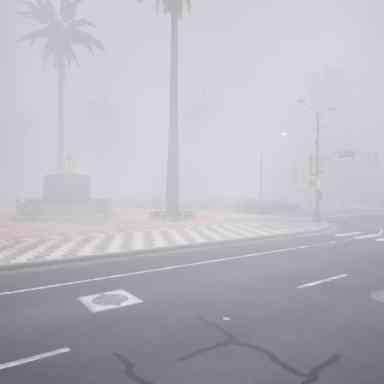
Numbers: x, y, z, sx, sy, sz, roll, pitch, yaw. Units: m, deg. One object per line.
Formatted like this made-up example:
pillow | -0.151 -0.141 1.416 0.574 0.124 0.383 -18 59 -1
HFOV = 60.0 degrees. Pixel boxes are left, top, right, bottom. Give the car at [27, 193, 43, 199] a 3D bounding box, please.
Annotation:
car | -26.043 1.221 58.561 5.566 2.045 2.150 0 0 -10

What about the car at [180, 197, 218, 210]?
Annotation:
car | 0.566 1.526 42.941 4.674 1.442 1.812 0 0 34

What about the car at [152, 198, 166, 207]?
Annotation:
car | -5.365 1.564 49.908 4.181 1.385 1.994 0 0 19

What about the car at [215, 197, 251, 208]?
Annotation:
car | 5.863 1.505 47.940 4.892 1.490 1.837 0 -1 39

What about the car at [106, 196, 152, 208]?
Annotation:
car | -8.949 1.547 47.556 5.357 1.411 2.033 0 0 14

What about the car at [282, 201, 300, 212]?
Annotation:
car | 9.974 1.601 38.462 1.895 1.301 4.718 0 0 -39

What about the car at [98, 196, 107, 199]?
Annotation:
car | -15.835 1.492 59.127 4.902 1.511 2.128 0 0 2

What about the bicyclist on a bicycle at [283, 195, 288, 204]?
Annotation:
bicyclist on a bicycle | 15.278 1.301 54.491 0.582 1.620 1.656 0 0 42

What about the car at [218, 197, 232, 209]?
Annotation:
car | 3.427 1.505 45.098 4.892 1.490 1.837 0 0 36

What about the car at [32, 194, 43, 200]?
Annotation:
car | -23.156 1.477 55.268 5.008 1.535 1.882 0 0 -6

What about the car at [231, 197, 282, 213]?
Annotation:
car | 7.033 1.505 36.528 1.837 1.490 4.892 0 0 -39
